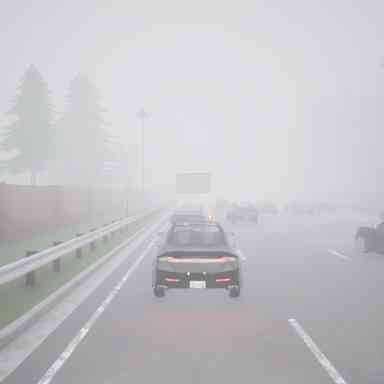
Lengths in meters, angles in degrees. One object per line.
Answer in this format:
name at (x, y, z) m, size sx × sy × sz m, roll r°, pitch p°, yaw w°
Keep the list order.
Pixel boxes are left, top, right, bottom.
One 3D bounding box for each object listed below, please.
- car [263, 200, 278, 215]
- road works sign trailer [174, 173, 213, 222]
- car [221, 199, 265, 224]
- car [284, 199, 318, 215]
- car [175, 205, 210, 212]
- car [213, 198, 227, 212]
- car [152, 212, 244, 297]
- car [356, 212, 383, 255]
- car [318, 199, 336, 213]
car at (7.126, 1.547, 33.313) m, size 2.033 × 1.411 × 5.357 m, roll 0°, pitch 0°, yaw 0°
road works sign trailer at (0.077, 0.464, 22.919) m, size 2.380 × 3.560 × 2.880 m, roll 0°, pitch 0°, yaw 0°
car at (3.616, 1.492, 24.504) m, size 2.128 × 1.511 × 4.902 m, roll 0°, pitch 0°, yaw 0°
car at (10.626, 1.563, 33.443) m, size 1.994 × 1.385 × 4.181 m, roll 0°, pitch 0°, yaw 0°
car at (-0.027, 1.474, 19.001) m, size 1.882 × 1.535 × 5.008 m, roll 0°, pitch 0°, yaw 6°
car at (3.630, 1.504, 39.741) m, size 1.837 × 1.490 × 4.892 m, roll 0°, pitch 0°, yaw 0°
car at (0.107, 1.491, 8.554) m, size 2.128 × 1.511 × 4.902 m, roll 0°, pitch 0°, yaw 0°
car at (7.108, 1.477, 10.550) m, size 1.882 × 1.535 × 5.008 m, roll 0°, pitch 0°, yaw 0°
car at (14.128, 1.477, 36.869) m, size 1.882 × 1.535 × 5.008 m, roll 0°, pitch 0°, yaw 0°
